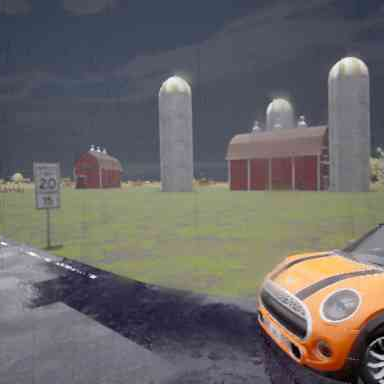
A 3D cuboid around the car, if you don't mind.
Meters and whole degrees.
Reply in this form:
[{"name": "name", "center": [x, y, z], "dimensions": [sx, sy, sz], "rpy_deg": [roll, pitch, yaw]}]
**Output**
[{"name": "car", "center": [3.276, 1.186, 4.619], "dimensions": [4.553, 1.767, 2.097], "rpy_deg": [0, 1, -10]}]
